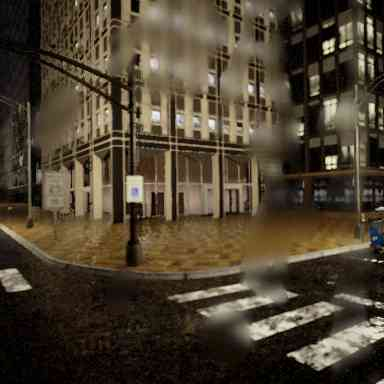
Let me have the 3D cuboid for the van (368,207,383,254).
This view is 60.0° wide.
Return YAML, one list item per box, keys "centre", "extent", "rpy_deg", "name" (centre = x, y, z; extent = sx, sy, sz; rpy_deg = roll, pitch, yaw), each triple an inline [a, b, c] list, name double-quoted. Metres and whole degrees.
- centre: [8.222, 1.389, 12.409]
  extent: [3.998, 1.788, 1.690]
  rpy_deg: [0, -1, -35]
  name: "van"
